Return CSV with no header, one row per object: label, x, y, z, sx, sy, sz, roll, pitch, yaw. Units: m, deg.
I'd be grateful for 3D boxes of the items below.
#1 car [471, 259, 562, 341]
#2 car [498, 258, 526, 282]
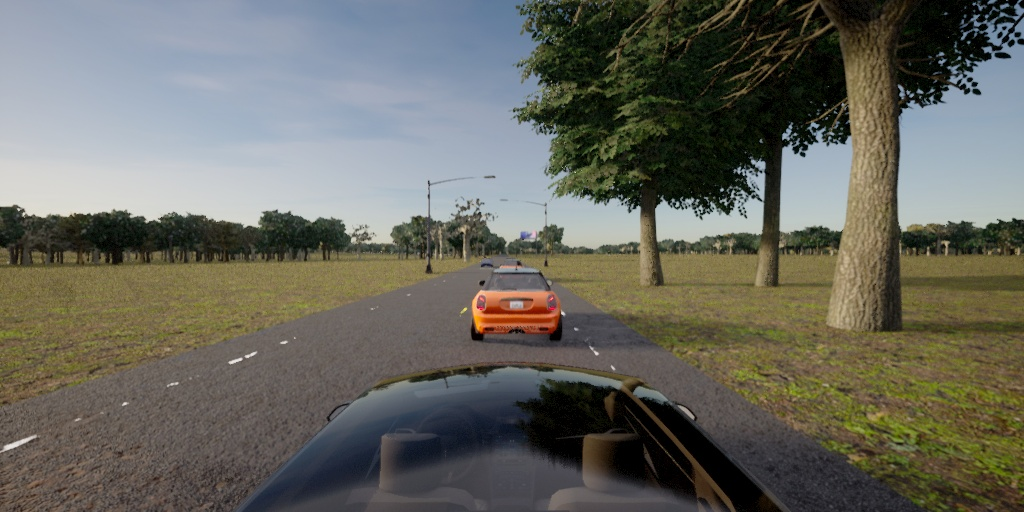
car,0.105,1.091,10.015,2.097,1.767,4.553,0,0,0
car,0.060,1.057,28.857,2.097,1.767,4.553,0,0,1
